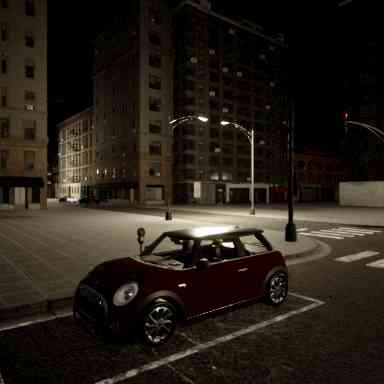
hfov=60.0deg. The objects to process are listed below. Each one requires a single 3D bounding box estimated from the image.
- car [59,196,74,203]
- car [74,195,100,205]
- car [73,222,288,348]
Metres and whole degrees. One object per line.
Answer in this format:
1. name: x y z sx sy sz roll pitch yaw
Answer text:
1. car: -22.171 1.273 59.242 1.895 1.301 4.718 0 0 -39
2. car: -15.849 1.219 51.142 2.128 1.511 4.902 0 0 -38
3. car: -0.062 1.440 6.257 4.097 1.590 1.967 0 0 -38
